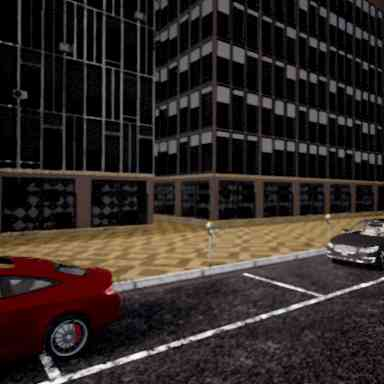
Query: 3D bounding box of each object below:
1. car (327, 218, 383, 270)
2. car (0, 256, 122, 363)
[{"bbox_3d":[6.241,1.571,11.002,4.403,1.369,2.008,0,0,-35],"label":"car"},{"bbox_3d":[-3.030,1.582,4.393,4.206,1.307,1.802,0,0,-35],"label":"car"}]
